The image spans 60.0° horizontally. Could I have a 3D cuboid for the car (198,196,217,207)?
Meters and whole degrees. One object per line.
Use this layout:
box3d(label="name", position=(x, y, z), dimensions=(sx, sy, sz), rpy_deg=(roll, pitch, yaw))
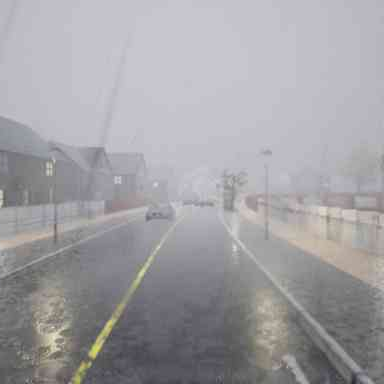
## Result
box3d(label="car", position=(2.428, 1.617, 50.882), dimensions=(1.895, 1.301, 4.718), rpy_deg=(0, 0, 7))

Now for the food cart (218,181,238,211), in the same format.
box3d(label="food cart", position=(4.551, 0.478, 42.090), dimensions=(2.280, 3.560, 4.660), rpy_deg=(1, 1, 5))

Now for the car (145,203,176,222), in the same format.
box3d(label="car", position=(-2.388, 1.558, 26.058), dimensions=(1.994, 1.385, 4.181), rpy_deg=(0, 0, 3))

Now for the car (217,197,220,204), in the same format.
box3d(label="car", position=(4.096, 1.504, 62.872), dimensions=(1.882, 1.535, 5.008), rpy_deg=(0, 0, 16))

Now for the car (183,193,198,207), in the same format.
box3d(label="car", position=(-0.093, 1.230, 53.139), dimensions=(2.150, 2.045, 5.566), rpy_deg=(0, 0, 8))
